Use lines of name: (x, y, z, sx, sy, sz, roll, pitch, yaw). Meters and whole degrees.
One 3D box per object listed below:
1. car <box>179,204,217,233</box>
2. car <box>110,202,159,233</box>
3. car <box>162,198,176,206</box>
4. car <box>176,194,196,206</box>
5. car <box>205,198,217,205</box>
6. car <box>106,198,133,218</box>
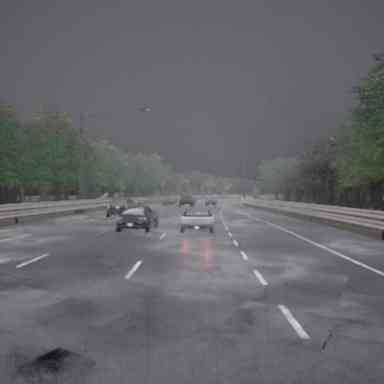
car: (0.354, 1.610, 19.924, 1.895, 1.301, 4.718, 0, 0, 2)
car: (-3.116, 1.516, 19.475, 1.812, 1.442, 4.674, 0, 0, 2)
car: (-3.723, 1.652, 56.895, 1.895, 1.301, 4.718, 0, 0, 7)
car: (-0.690, 1.278, 52.442, 2.150, 2.045, 5.566, 0, 0, 6)
car: (3.424, 1.695, 57.773, 1.895, 1.301, 4.718, 0, 0, 7)
car: (-6.104, 1.333, 29.943, 2.097, 1.767, 4.553, 0, 0, 4)
